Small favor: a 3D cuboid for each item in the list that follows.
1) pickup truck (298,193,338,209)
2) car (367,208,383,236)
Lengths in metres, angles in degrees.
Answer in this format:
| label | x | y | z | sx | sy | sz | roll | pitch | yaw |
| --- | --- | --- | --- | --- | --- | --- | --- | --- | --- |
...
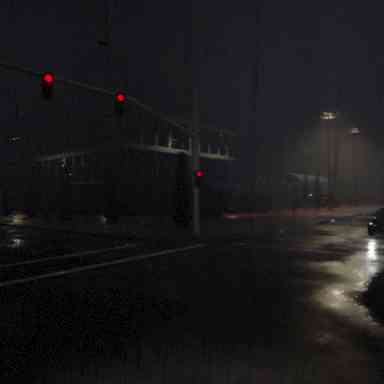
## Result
| label | x | y | z | sx | sy | sz | roll | pitch | yaw |
| --- | --- | --- | --- | --- | --- | --- | --- | --- | --- |
| pickup truck | 17.191 | 1.253 | 46.075 | 6.274 | 2.098 | 2.390 | -1 | -1 | -20 |
| car | 10.801 | 1.541 | 17.873 | 1.812 | 1.442 | 4.674 | -1 | -1 | 39 |
